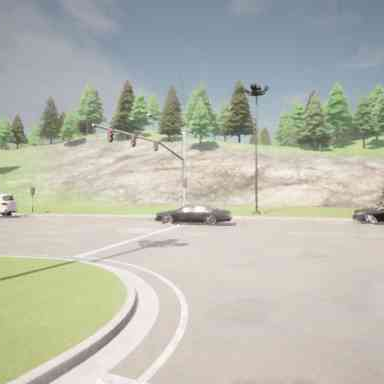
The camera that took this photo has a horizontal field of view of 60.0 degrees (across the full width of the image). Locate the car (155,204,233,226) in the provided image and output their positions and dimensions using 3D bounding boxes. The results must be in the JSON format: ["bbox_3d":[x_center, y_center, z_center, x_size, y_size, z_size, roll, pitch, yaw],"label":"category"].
[{"bbox_3d":[0.166,1.546,23.177,5.357,1.411,2.033,0,0,13],"label":"car"}]

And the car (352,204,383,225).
[{"bbox_3d":[13.825,1.490,23.090,4.902,1.511,2.128,0,0,18],"label":"car"}]

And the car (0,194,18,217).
[{"bbox_3d":[-18.493,1.218,29.578,5.566,2.045,2.150,0,0,4],"label":"car"}]
